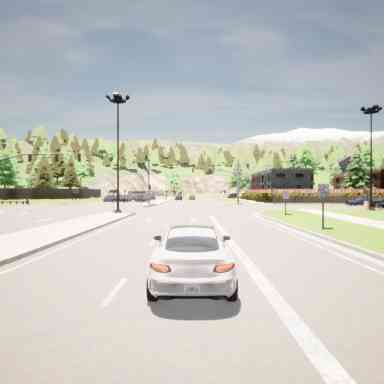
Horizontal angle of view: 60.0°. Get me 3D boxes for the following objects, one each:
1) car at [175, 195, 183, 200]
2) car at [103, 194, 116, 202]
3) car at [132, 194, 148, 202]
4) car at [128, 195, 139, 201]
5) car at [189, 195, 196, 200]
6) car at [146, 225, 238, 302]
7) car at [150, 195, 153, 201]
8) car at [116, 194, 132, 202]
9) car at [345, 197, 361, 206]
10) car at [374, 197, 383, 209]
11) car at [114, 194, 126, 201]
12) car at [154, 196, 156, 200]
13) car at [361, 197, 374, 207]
[{"bbox_3d":[-3.455,1.525,90.359,2.128,1.511,4.902,0,0,0],"label":"car"},{"bbox_3d":[-18.462,1.355,74.906,2.097,1.767,4.553,0,0,0],"label":"car"},{"bbox_3d":[-11.462,1.355,74.817,2.097,1.767,4.553,0,0,0],"label":"car"},{"bbox_3d":[-14.957,1.540,85.133,2.033,1.411,5.357,0,0,0],"label":"car"},{"bbox_3d":[0.046,1.478,91.631,1.882,1.535,5.008,0,0,0],"label":"car"},{"bbox_3d":[0.004,1.526,8.149,1.812,1.442,4.674,0,0,0],"label":"car"},{"bbox_3d":[-11.458,1.595,83.643,1.895,1.301,4.718,0,0,0],"label":"car"},{"bbox_3d":[-14.962,1.540,75.106,2.033,1.411,5.357,0,0,0],"label":"car"},{"bbox_3d":[27.865,1.547,54.151,5.357,1.411,2.033,0,0,0],"label":"car"},{"bbox_3d":[27.404,1.547,43.652,5.357,1.411,2.033,0,0,-1],"label":"car"},{"bbox_3d":[-18.457,1.355,85.069,2.097,1.767,4.553,0,0,0],"label":"car"},{"bbox_3d":[-11.452,1.540,94.959,2.033,1.411,5.357,0,0,0],"label":"car"},{"bbox_3d":[27.358,1.478,47.150,5.008,1.535,1.882,0,0,0],"label":"car"}]
